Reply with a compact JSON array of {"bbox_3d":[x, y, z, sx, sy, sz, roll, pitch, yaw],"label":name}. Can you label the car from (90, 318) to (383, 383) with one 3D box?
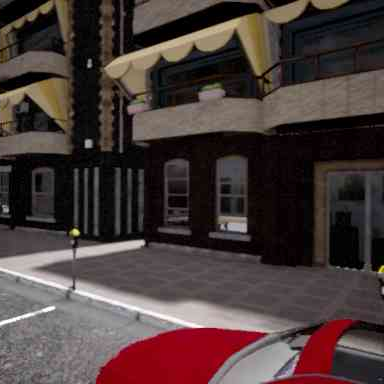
[{"bbox_3d":[1.045,1.580,2.129,4.206,1.307,1.802,0,0,35],"label":"car"}]
